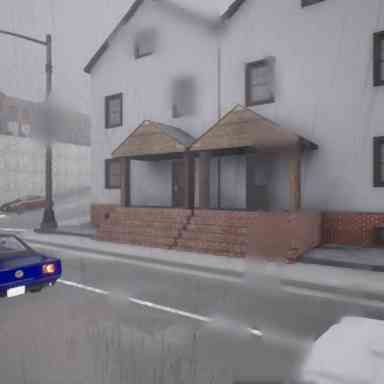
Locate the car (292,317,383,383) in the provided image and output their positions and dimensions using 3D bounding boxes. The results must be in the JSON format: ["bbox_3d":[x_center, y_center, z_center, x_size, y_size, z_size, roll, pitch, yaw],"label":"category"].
[{"bbox_3d":[2.984,1.600,1.853,4.718,1.301,1.895,0,0,36],"label":"car"}]

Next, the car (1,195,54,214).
[{"bbox_3d":[-14.385,0.983,29.266,1.994,1.385,4.181,0,7,35],"label":"car"}]

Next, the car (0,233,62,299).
[{"bbox_3d":[-5.132,1.604,7.633,4.718,1.301,1.895,0,0,36],"label":"car"}]
